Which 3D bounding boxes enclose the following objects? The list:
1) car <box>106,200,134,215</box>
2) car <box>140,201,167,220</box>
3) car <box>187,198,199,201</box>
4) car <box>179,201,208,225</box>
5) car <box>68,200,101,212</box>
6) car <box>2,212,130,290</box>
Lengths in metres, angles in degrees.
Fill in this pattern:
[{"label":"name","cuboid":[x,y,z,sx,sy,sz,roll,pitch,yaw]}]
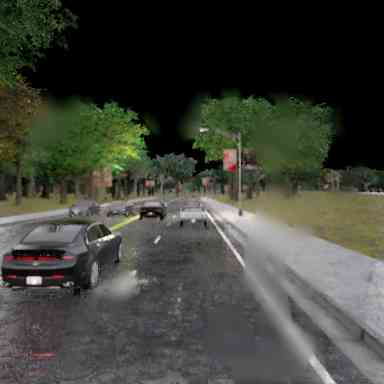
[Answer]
[{"label":"car","cuboid":[-6.567,1.504,30.628,1.837,1.490,4.892,0,-1,0]},{"label":"car","cuboid":[-3.153,1.477,27.803,1.882,1.535,5.008,0,0,0]},{"label":"car","cuboid":[0.096,1.479,42.242,2.128,1.511,4.902,0,0,0]},{"label":"car","cuboid":[0.097,1.602,24.118,1.895,1.301,4.718,0,0,0]},{"label":"car","cuboid":[-9.816,1.490,30.707,2.128,1.511,4.902,0,0,0]},{"label":"car","cuboid":[-3.151,1.513,9.057,1.837,1.490,4.892,0,0,0]}]
